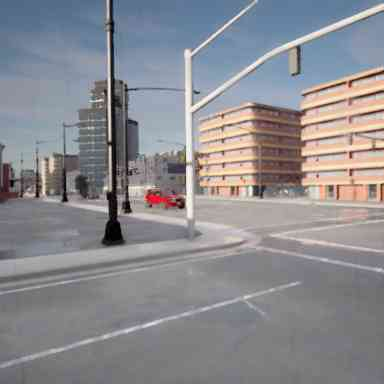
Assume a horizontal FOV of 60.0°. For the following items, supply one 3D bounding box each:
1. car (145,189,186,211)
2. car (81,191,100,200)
[{"bbox_3d":[-2.773,0.688,33.560,2.150,2.045,5.566,-1,2,-34],"label":"car"},{"bbox_3d":[-16.392,0.541,53.593,1.837,1.490,4.892,-1,1,-34],"label":"car"}]
